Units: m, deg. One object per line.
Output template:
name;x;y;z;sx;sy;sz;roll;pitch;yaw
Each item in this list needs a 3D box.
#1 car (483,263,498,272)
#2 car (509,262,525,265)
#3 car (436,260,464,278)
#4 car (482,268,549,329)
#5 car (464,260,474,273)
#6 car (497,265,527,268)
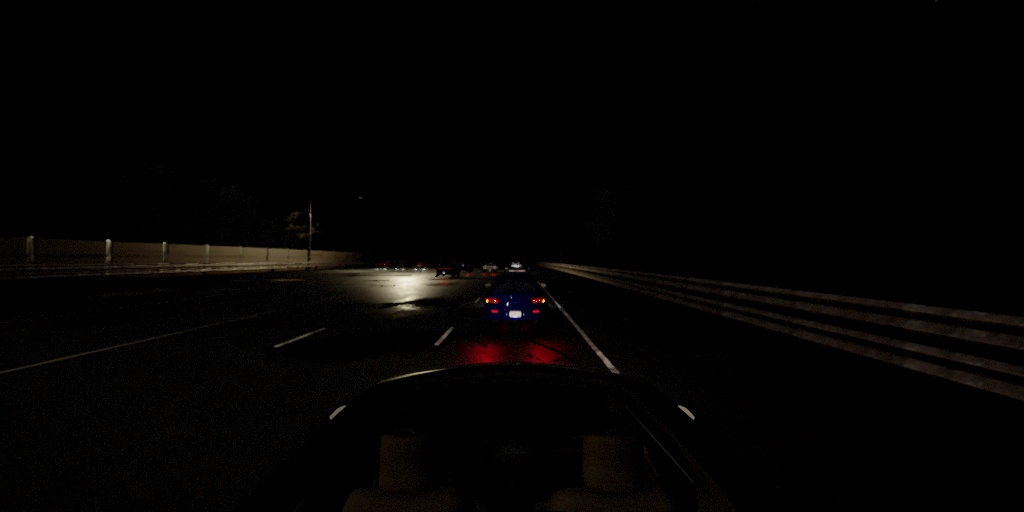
car;-2.969;1.636;50.345;1.895;1.301;4.718;0;-1;0
car;0.453;1.364;30.052;2.128;1.511;4.902;0;0;1
car;-6.497;1.390;36.657;1.837;1.490;4.892;0;-1;0
car;0.111;1.285;11.214;1.812;1.442;4.674;0;0;1
car;-6.479;1.358;49.781;2.097;1.767;4.553;0;-1;0
car;0.248;1.411;21.421;1.895;1.301;4.718;0;0;1
